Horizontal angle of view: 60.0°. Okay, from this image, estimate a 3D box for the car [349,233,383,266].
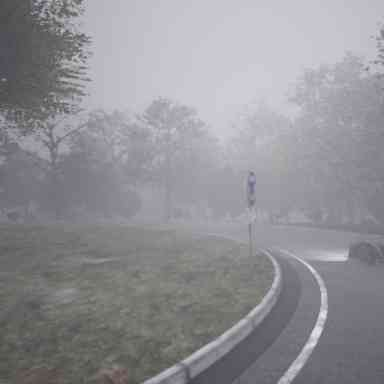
[{"bbox_3d":[6.994,1.629,9.942,1.994,1.385,4.181,-1,-1,-32],"label":"car"}]
